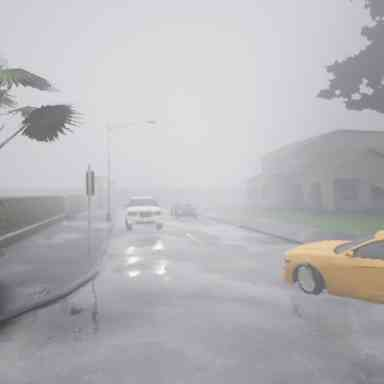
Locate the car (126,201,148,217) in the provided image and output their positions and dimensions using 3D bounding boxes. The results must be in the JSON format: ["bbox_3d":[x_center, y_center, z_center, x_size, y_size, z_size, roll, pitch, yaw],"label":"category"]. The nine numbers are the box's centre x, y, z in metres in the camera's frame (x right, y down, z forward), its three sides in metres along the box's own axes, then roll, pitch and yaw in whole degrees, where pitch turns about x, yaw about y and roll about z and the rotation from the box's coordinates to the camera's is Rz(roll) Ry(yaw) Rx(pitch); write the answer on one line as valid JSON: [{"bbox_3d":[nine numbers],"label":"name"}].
[{"bbox_3d":[-5.783,1.668,34.391,2.033,1.411,5.357,0,0,-11],"label":"car"}]

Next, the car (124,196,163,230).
[{"bbox_3d":[-3.266,1.297,22.031,2.150,2.045,5.566,0,0,-12],"label":"car"}]

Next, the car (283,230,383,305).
[{"bbox_3d":[4.287,1.489,6.727,5.008,1.535,1.882,-1,3,45],"label":"car"}]

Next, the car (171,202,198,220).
[{"bbox_3d":[-0.754,1.631,29.585,2.033,1.411,5.357,0,0,-10],"label":"car"}]
